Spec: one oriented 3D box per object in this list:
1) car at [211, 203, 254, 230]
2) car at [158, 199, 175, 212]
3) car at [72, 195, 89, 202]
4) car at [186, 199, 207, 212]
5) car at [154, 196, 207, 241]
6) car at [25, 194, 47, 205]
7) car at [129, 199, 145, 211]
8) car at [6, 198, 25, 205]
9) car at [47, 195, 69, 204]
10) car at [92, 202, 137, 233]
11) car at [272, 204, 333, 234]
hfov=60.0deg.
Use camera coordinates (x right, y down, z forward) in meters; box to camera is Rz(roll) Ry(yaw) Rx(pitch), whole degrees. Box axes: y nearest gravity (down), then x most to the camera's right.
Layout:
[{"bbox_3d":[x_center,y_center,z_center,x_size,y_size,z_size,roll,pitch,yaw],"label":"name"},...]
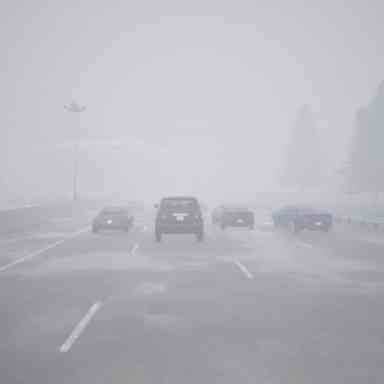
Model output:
[{"bbox_3d":[2.409,1.424,20.683,1.882,1.535,5.008,0,0,-5],"label":"car"},{"bbox_3d":[-3.043,1.514,39.221,1.895,1.301,4.718,0,0,-6],"label":"car"},{"bbox_3d":[-19.200,1.317,57.482,2.097,1.767,4.553,0,0,-6],"label":"car"},{"bbox_3d":[0.490,1.508,39.104,1.895,1.301,4.718,0,0,-6],"label":"car"},{"bbox_3d":[-0.710,1.184,16.530,2.150,2.045,5.566,0,0,-5],"label":"car"},{"bbox_3d":[-26.159,1.310,56.729,2.097,1.767,4.553,0,0,-6],"label":"car"},{"bbox_3d":[-6.539,1.522,38.994,1.895,1.301,4.718,0,0,-6],"label":"car"},{"bbox_3d":[-29.632,1.591,56.294,1.895,1.301,4.718,0,0,-6],"label":"car"},{"bbox_3d":[-22.679,1.302,57.106,2.097,1.767,4.553,0,0,-6],"label":"car"},{"bbox_3d":[-4.510,1.527,19.454,1.994,1.385,4.181,0,0,-5],"label":"car"},{"bbox_3d":[6.079,1.421,18.989,1.882,1.535,5.008,0,0,-5],"label":"car"}]
